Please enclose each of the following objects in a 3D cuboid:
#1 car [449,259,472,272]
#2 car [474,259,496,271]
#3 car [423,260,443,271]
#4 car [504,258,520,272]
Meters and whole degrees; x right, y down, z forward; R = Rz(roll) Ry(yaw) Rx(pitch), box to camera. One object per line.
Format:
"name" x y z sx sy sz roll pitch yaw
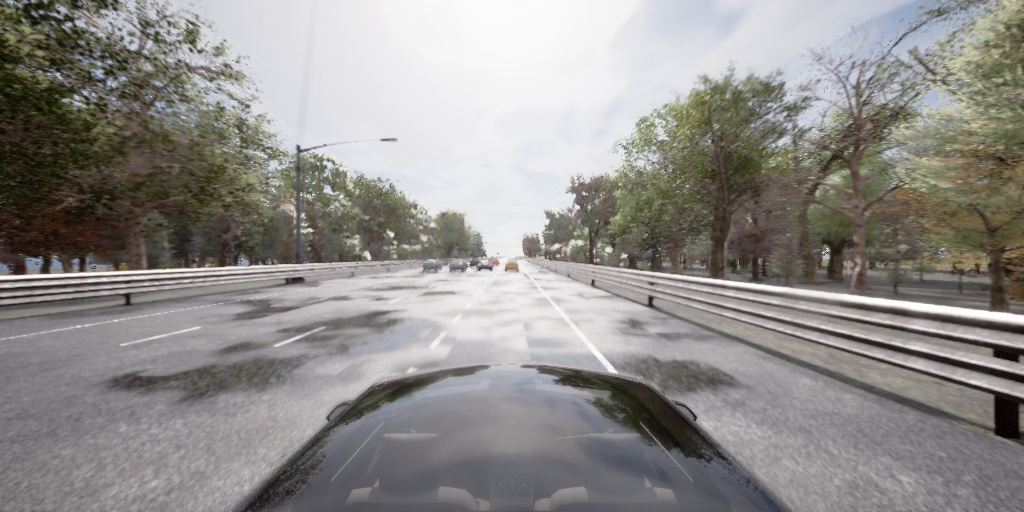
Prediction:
"car" -7.011 1.322 47.353 2.033 1.411 5.357 0 0 0
"car" -3.509 1.376 47.994 1.895 1.301 4.718 0 0 0
"car" -10.509 1.266 47.680 2.128 1.511 4.902 0 0 0
"car" -0.008 1.252 47.807 1.882 1.535 5.008 0 0 0
